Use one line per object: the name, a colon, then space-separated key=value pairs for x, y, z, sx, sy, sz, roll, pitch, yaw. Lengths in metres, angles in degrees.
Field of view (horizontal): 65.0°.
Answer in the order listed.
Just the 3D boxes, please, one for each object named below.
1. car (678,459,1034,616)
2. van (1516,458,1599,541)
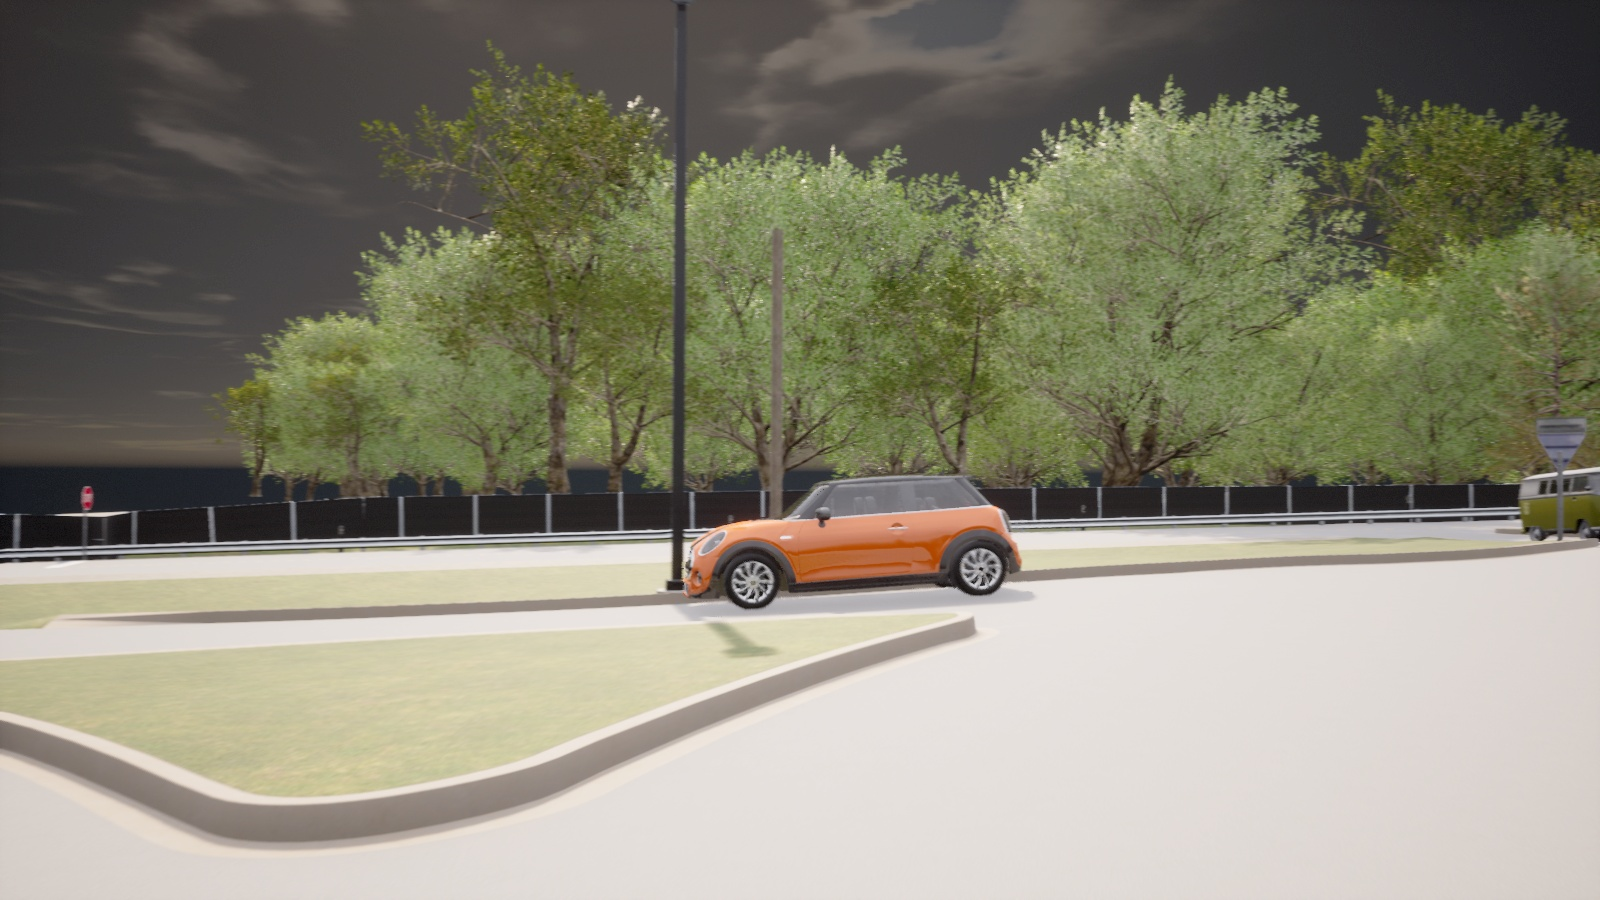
car: x=0.657 y=1.174 z=17.392 sx=4.553 sy=1.767 sz=2.097 roll=-3 pitch=-3 yaw=-6
van: x=20.751 y=1.317 z=32.760 sx=1.775 sy=1.987 sz=4.442 roll=-3 pitch=-5 yaw=5
